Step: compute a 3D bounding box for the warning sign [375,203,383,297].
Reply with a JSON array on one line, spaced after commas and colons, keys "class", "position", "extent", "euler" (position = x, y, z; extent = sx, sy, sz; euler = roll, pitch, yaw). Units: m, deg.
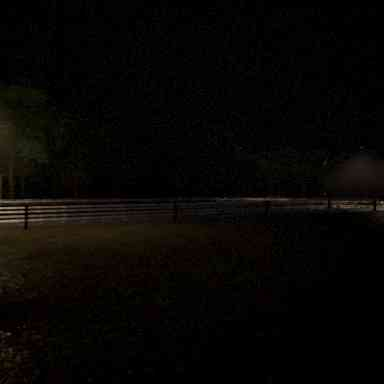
[{"class": "warning sign", "position": [4.529, 1.155, 6.544], "extent": [1.060, 1.860, 1.300], "euler": [1, -1, -35]}]
